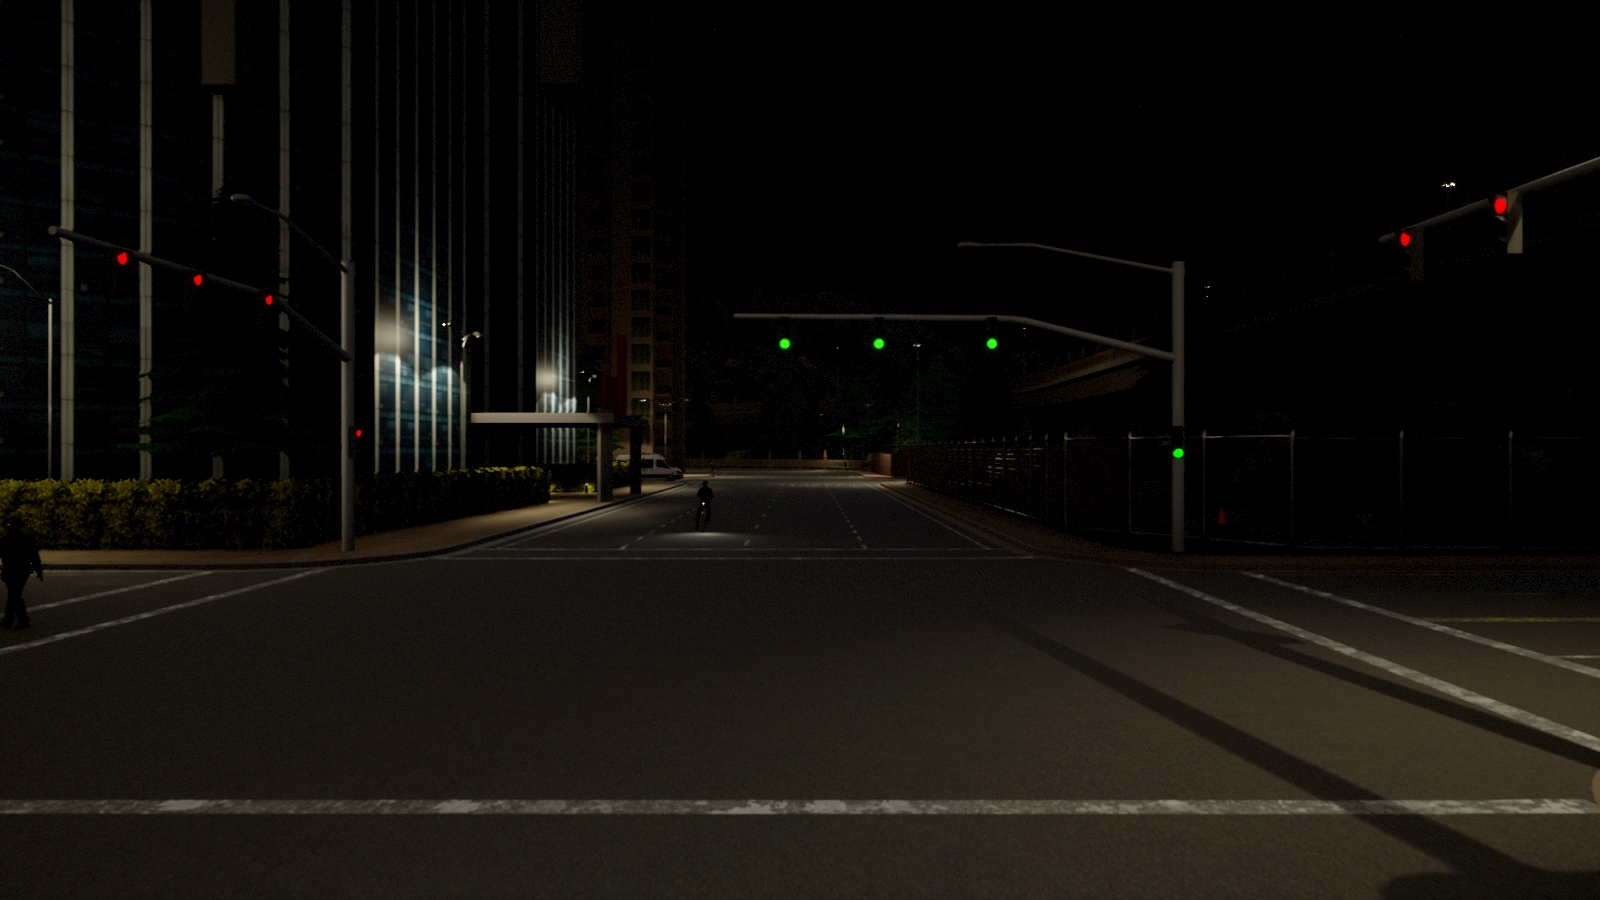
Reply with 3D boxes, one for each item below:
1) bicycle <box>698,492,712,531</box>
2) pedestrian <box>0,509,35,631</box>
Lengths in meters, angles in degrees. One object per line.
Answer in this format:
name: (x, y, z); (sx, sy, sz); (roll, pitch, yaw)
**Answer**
bicycle: (-3.330, 2.133, 39.990); (0.329, 1.271, 1.835); (0, 0, 0)
pedestrian: (-12.255, 1.862, 17.842); (0.375, 1.860, 0.375); (0, 0, -6)
